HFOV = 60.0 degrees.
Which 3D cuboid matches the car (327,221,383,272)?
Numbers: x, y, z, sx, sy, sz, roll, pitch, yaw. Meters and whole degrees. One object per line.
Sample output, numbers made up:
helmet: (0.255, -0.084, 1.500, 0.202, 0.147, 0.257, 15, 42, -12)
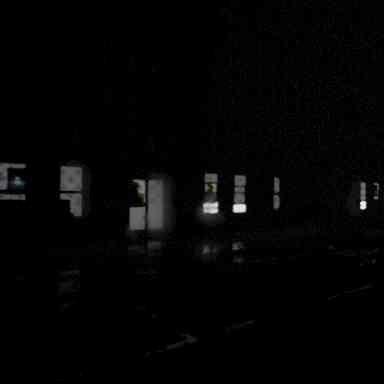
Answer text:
car: (6.270, 1.665, 11.031, 4.403, 1.369, 2.008, 1, 0, -35)
